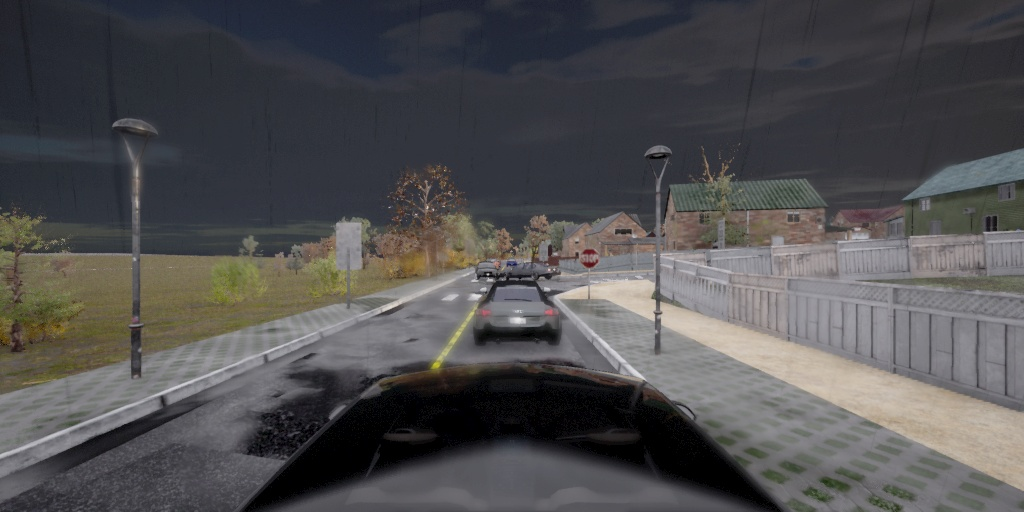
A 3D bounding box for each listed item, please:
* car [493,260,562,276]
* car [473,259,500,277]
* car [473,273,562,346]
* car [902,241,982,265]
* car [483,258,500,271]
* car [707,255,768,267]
[{"bbox_3d":[1.316,1.198,28.455,5.357,1.411,2.033,-4,-3,43],"label":"car"},{"bbox_3d":[-2.273,1.258,31.363,1.837,1.490,4.892,0,0,-8],"label":"car"},{"bbox_3d":[0.096,1.313,9.439,1.994,1.385,4.181,0,0,-1],"label":"car"},{"bbox_3d":[23.874,-0.208,20.426,4.902,1.511,2.128,-3,0,14],"label":"car"},{"bbox_3d":[-2.885,1.121,51.181,2.097,1.767,4.553,0,0,1],"label":"car"},{"bbox_3d":[14.371,0.413,22.841,4.181,1.385,1.994,-3,0,16],"label":"car"}]
